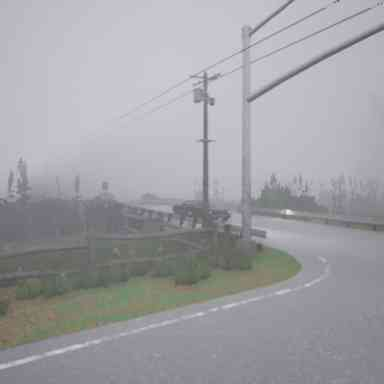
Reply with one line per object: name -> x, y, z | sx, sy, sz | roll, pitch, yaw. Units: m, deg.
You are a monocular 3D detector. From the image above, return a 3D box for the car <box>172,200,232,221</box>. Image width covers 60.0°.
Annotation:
car -> 0.592, 1.241, 22.450 | 1.895, 1.301, 4.718 | 0, 3, -33
